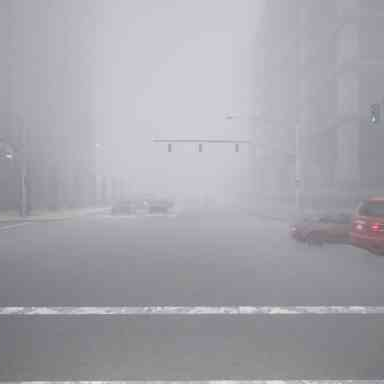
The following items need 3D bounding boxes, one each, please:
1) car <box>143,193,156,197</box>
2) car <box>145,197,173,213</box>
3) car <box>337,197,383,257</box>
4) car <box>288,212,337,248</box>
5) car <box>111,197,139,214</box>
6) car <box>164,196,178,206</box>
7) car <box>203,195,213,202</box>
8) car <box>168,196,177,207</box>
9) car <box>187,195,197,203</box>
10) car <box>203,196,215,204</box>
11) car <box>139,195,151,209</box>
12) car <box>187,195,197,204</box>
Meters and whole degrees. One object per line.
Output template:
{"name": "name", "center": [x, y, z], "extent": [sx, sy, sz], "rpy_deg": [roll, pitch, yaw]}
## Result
{"name": "car", "center": [-7.085, 1.221, 54.661], "extent": [2.150, 2.045, 5.566], "rpy_deg": [0, 0, 0]}
{"name": "car", "center": [-3.598, 1.547, 37.062], "extent": [2.033, 1.411, 5.357], "rpy_deg": [0, 0, 0]}
{"name": "car", "center": [7.953, 1.176, 10.527], "extent": [5.566, 2.045, 2.150], "rpy_deg": [0, 0, -1]}
{"name": "car", "center": [6.261, 1.532, 14.009], "extent": [4.181, 1.385, 1.994], "rpy_deg": [0, 0, -1]}
{"name": "car", "center": [-7.098, 1.505, 34.893], "extent": [1.837, 1.490, 4.892], "rpy_deg": [0, 0, 0]}
{"name": "car", "center": [-3.580, 1.491, 57.071], "extent": [2.128, 1.511, 4.902], "rpy_deg": [0, 0, 0]}
{"name": "car", "center": [3.504, 1.507, 73.676], "extent": [1.812, 1.442, 4.674], "rpy_deg": [0, 0, 0]}
{"name": "car", "center": [-3.596, 1.477, 46.708], "extent": [1.882, 1.535, 5.008], "rpy_deg": [0, 0, 0]}
{"name": "car", "center": [0.004, 1.508, 73.676], "extent": [2.128, 1.511, 4.902], "rpy_deg": [0, 0, 0]}
{"name": "car", "center": [3.504, 1.491, 64.601], "extent": [2.128, 1.511, 4.902], "rpy_deg": [0, 0, 0]}
{"name": "car", "center": [-7.095, 1.505, 44.297], "extent": [1.837, 1.490, 4.892], "rpy_deg": [0, 0, 0]}
{"name": "car", "center": [0.004, 1.491, 64.289], "extent": [2.128, 1.511, 4.902], "rpy_deg": [0, 0, 0]}
